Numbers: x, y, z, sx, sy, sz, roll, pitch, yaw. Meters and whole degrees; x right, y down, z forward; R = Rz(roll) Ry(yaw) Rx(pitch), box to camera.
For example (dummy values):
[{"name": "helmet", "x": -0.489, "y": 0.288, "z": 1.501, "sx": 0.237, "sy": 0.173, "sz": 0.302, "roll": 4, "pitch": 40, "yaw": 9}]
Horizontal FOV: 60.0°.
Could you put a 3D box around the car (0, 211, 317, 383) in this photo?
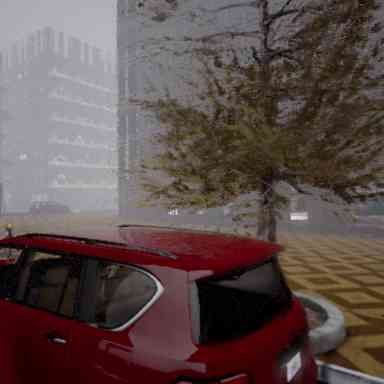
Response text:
[{"name": "car", "x": -1.222, "y": 1.310, "z": 3.756, "sx": 5.009, "sy": 1.841, "sz": 2.192, "roll": 0, "pitch": 0, "yaw": 35}]

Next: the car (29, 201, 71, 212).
[{"name": "car", "x": -15.351, "y": 1.689, "z": 36.114, "sx": 1.967, "sy": 1.590, "sz": 4.097, "roll": -2, "pitch": -2, "yaw": 35}]

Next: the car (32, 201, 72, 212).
[{"name": "car", "x": -19.012, "y": 1.925, "z": 45.368, "sx": 1.752, "sy": 1.417, "sz": 4.829, "roll": -2, "pitch": -2, "yaw": 35}]
